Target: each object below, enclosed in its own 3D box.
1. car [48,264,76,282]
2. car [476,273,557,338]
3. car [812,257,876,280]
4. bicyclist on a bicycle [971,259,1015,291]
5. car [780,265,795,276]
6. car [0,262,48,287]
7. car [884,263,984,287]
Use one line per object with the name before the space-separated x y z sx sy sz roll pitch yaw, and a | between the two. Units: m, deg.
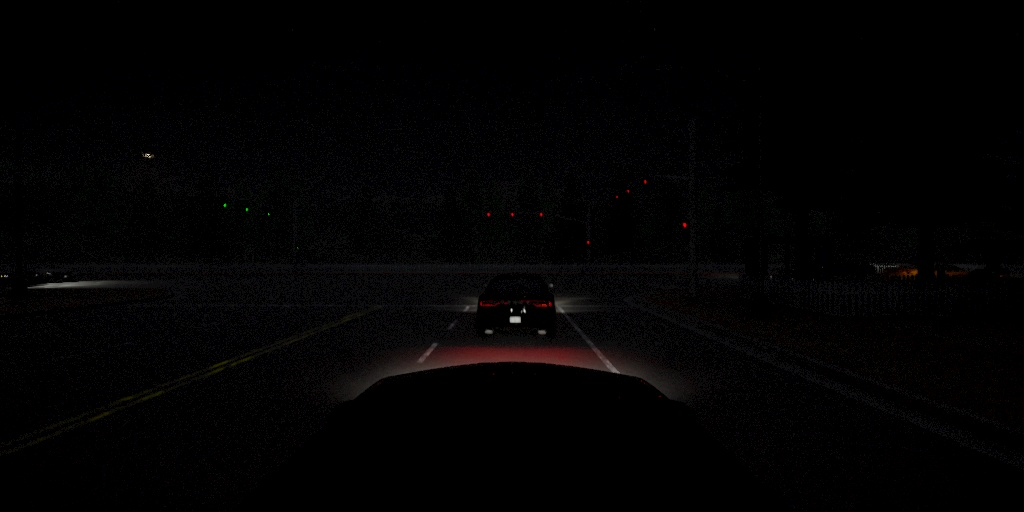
car | -34.174 1.184 25.532 4.674 1.442 1.812 0 0 -1
car | 0.173 1.215 10.168 1.882 1.535 5.008 0 0 2
car | 26.210 1.004 28.880 4.553 1.767 2.097 0 0 2
bicyclist on a bicycle | 22.821 0.972 17.030 0.582 1.620 1.656 0 0 0
car | 26.745 1.211 32.352 4.181 1.385 1.994 0 0 2
car | -32.266 1.189 22.077 4.674 1.442 1.812 0 0 0
car | 25.743 1.141 21.811 5.008 1.535 1.882 0 0 0
